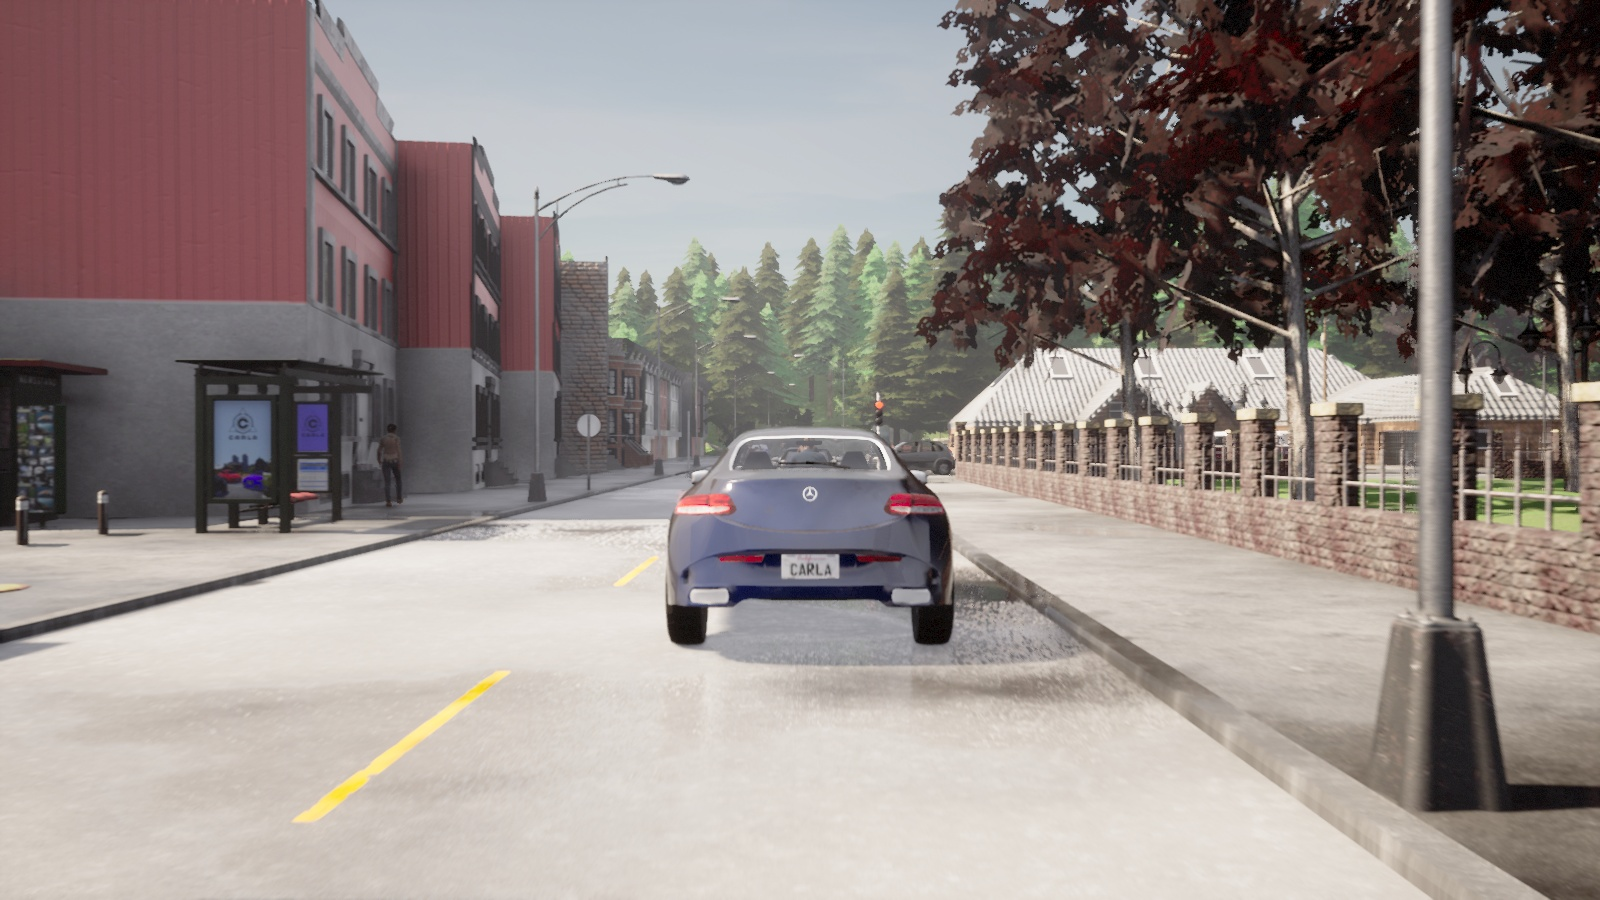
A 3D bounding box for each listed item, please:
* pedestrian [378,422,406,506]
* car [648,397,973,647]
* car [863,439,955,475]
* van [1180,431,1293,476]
[{"bbox_3d":[-8.894,0.295,27.361,0.328,1.805,0.869,0,0,0],"label":"pedestrian"},{"bbox_3d":[0.079,0.464,10.833,2.152,1.651,5.027,0,0,0],"label":"car"},{"bbox_3d":[4.993,0.323,57.704,3.988,1.617,1.851,0,0,-4],"label":"car"},{"bbox_3d":[20.053,0.161,57.769,4.480,2.038,2.069,0,0,1],"label":"van"}]
